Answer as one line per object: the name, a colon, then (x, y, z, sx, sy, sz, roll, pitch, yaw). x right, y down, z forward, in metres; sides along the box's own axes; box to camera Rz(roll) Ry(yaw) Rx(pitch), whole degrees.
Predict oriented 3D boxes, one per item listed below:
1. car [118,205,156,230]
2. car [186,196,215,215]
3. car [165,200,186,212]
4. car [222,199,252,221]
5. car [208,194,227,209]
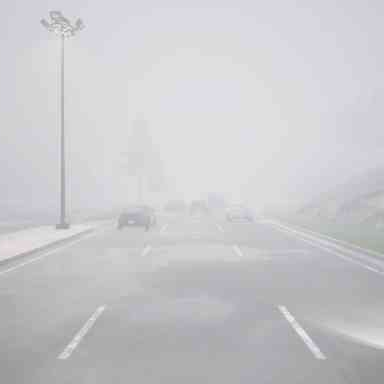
car: (-3.392, 1.526, 20.867, 1.812, 1.442, 4.674, 0, 0, 0)
car: (0.930, 1.505, 34.322, 1.837, 1.490, 4.892, 0, 0, 9)
car: (-1.720, 1.564, 38.613, 1.994, 1.385, 4.181, 0, 0, 12)
car: (3.720, 1.526, 26.869, 1.812, 1.442, 4.674, 0, 0, 2)
car: (3.415, 1.221, 44.497, 2.150, 2.045, 5.566, 0, 0, 16)
